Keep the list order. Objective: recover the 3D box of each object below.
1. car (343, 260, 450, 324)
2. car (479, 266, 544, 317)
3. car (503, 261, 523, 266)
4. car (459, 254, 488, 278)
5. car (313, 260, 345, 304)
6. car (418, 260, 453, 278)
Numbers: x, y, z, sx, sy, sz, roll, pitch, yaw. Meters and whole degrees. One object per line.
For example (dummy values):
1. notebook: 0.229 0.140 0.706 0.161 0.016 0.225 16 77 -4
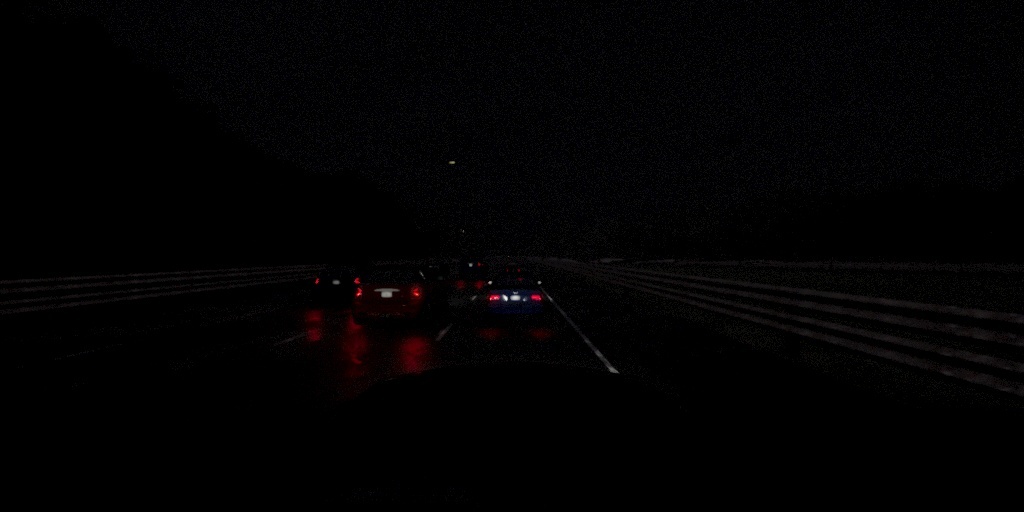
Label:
1. car: -3.404 1.063 11.880 2.097 1.767 4.553 0 0 0
2. car: 0.101 1.256 12.892 2.033 1.411 5.357 0 0 0
3. car: 0.105 1.171 33.892 1.812 1.442 4.674 0 0 0
4. car: -3.383 0.858 32.044 2.150 2.045 5.566 1 0 0
5. car: -6.900 1.049 16.204 2.097 1.767 4.553 0 0 0
6. car: -6.893 1.117 32.958 2.128 1.511 4.902 1 0 0
